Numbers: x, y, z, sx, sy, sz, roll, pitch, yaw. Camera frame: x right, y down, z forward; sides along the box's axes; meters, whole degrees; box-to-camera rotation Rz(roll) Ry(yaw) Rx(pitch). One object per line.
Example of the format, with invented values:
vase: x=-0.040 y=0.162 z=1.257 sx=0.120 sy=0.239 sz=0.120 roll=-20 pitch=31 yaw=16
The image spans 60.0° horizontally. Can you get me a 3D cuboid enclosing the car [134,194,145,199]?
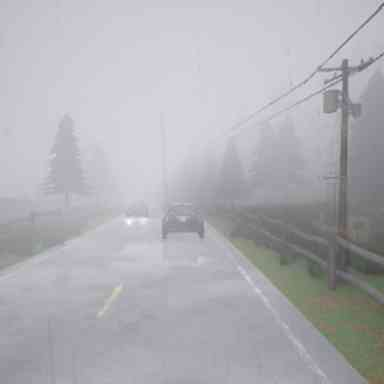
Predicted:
car: x=-11.058 y=1.300 z=70.035 sx=2.097 sy=1.767 sz=4.553 roll=0 pitch=0 yaw=-11

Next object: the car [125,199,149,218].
car: x=-4.895 y=1.587 z=30.178 sx=1.994 sy=1.385 sz=4.181 roll=0 pitch=0 yaw=-6

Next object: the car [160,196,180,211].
car: x=-2.819 y=1.377 z=41.555 sx=2.097 sy=1.767 sz=4.553 roll=0 pitch=0 yaw=-8

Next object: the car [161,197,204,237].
car: x=-0.543 y=1.361 z=18.117 sx=2.097 sy=1.767 sz=4.553 roll=0 pitch=0 yaw=-3
